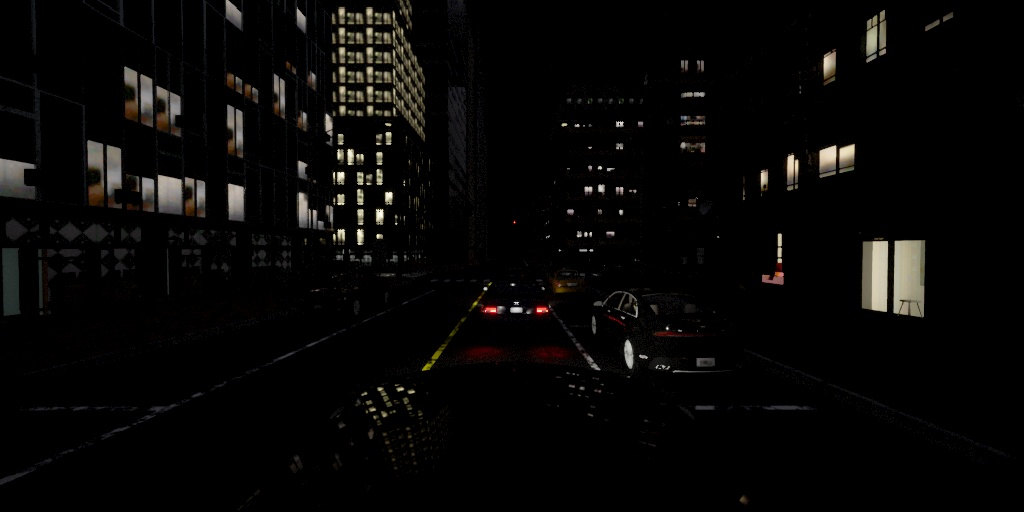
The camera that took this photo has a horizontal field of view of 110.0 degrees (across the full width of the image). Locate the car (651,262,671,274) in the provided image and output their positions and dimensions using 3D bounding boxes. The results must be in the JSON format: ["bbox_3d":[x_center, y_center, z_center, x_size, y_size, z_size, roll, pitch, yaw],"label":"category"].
[{"bbox_3d":[16.210,1.372,41.826,4.403,1.370,2.007,0,0,1],"label":"car"}]

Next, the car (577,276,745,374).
[{"bbox_3d":[2.804,1.299,7.365,2.007,1.370,4.403,0,0,0],"label":"car"}]

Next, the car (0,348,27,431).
[{"bbox_3d":[-5.796,1.300,1.757,2.007,1.370,4.403,0,0,0],"label":"car"}]

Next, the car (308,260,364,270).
[{"bbox_3d":[-17.667,1.108,36.421,5.008,1.535,1.882,0,1,-1],"label":"car"}]

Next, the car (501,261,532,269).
[{"bbox_3d":[0.045,1.249,21.223,1.837,1.490,4.892,0,0,0],"label":"car"}]

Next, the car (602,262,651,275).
[{"bbox_3d":[12.218,1.432,39.304,4.718,1.301,1.895,0,1,1],"label":"car"}]

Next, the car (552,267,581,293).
[{"bbox_3d":[2.776,1.271,18.824,1.751,1.417,4.829,0,0,0],"label":"car"}]

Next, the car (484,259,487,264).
[{"bbox_3d":[-5.840,1.303,62.242,1.948,1.339,4.313,0,0,0],"label":"car"}]

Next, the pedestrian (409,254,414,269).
[{"bbox_3d":[-12.655,0.669,45.089,0.375,1.860,0.375,0,0,1],"label":"pedestrian"}]

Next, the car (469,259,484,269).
[{"bbox_3d":[-5.825,1.263,56.418,1.751,1.417,4.829,0,0,0],"label":"car"}]

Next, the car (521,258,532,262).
[{"bbox_3d":[2.541,1.288,62.263,2.007,1.370,4.403,0,0,0],"label":"car"}]

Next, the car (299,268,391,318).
[{"bbox_3d":[-5.850,1.292,13.046,1.888,1.381,4.507,0,0,0],"label":"car"}]

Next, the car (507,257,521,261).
[{"bbox_3d":[-0.059,1.216,54.235,1.882,1.535,5.008,0,0,0],"label":"car"}]

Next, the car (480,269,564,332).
[{"bbox_3d":[0.079,1.295,10.801,2.033,1.411,5.357,0,0,0],"label":"car"}]
